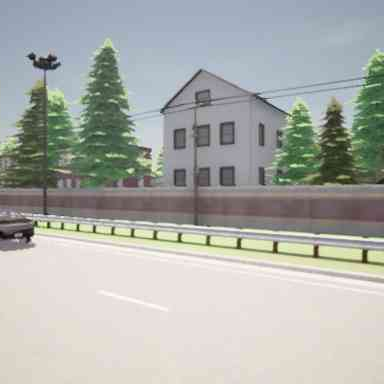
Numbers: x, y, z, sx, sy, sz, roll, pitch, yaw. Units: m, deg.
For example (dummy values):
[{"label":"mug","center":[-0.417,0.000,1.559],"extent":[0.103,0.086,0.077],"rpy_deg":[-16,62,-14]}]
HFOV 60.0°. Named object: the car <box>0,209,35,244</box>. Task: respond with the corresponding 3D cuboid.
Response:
[{"label":"car","center":[-8.846,1.500,14.587],"extent":[4.902,1.511,2.128],"rpy_deg":[0,0,36]}]
